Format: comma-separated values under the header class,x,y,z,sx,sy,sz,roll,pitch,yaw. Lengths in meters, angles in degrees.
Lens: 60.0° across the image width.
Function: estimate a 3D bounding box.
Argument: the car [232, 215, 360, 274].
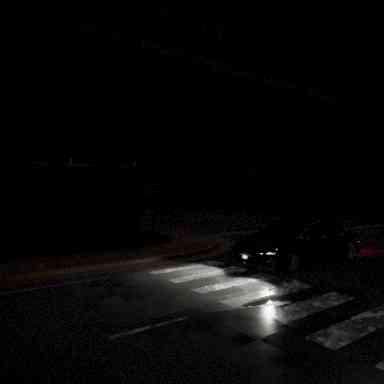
class,x,y,z,sx,sy,sz,roll,pitch,yaw
car,3.447,1.543,10.596,4.892,1.490,1.837,0,0,-35
